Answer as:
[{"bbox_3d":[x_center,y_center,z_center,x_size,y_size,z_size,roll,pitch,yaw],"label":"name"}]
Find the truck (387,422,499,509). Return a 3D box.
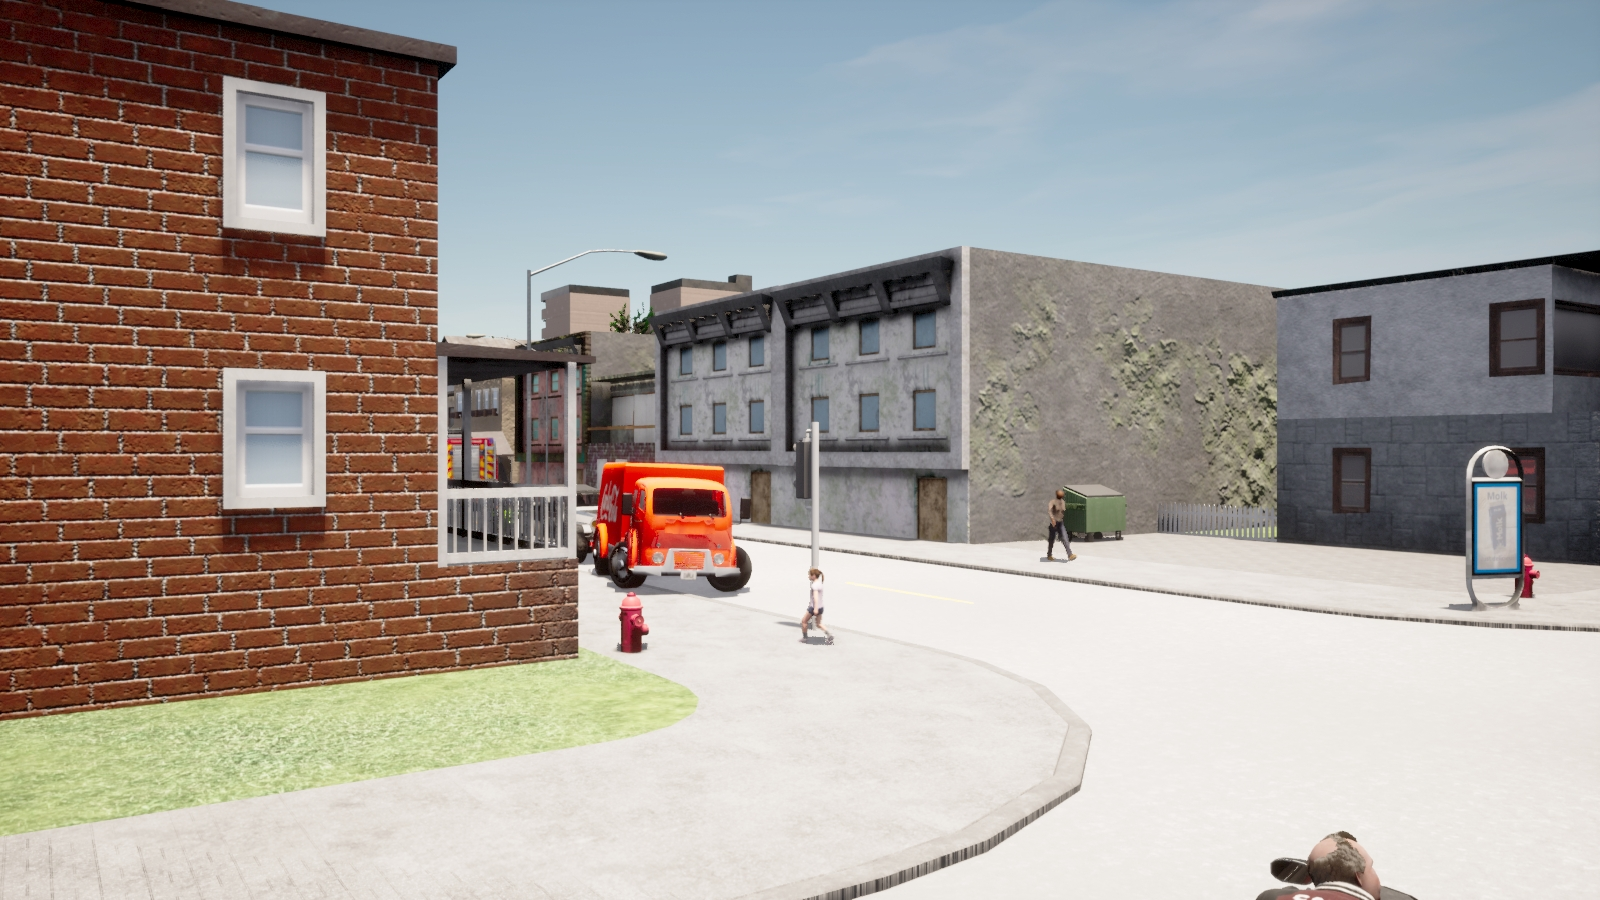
[{"bbox_3d":[-17.268,0.671,54.794,2.891,3.827,8.468,0,0,-34],"label":"truck"}]

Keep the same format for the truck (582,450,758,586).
[{"bbox_3d":[-2.868,1.294,23.855,2.627,2.467,5.204,3,-1,-17],"label":"truck"}]

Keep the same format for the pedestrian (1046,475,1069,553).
[{"bbox_3d":[6.166,1.525,27.367,0.375,1.860,0.375,0,0,-24],"label":"pedestrian"}]

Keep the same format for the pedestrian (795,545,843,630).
[{"bbox_3d":[0.269,1.897,15.878,0.500,1.100,0.500,0,0,27],"label":"pedestrian"}]
